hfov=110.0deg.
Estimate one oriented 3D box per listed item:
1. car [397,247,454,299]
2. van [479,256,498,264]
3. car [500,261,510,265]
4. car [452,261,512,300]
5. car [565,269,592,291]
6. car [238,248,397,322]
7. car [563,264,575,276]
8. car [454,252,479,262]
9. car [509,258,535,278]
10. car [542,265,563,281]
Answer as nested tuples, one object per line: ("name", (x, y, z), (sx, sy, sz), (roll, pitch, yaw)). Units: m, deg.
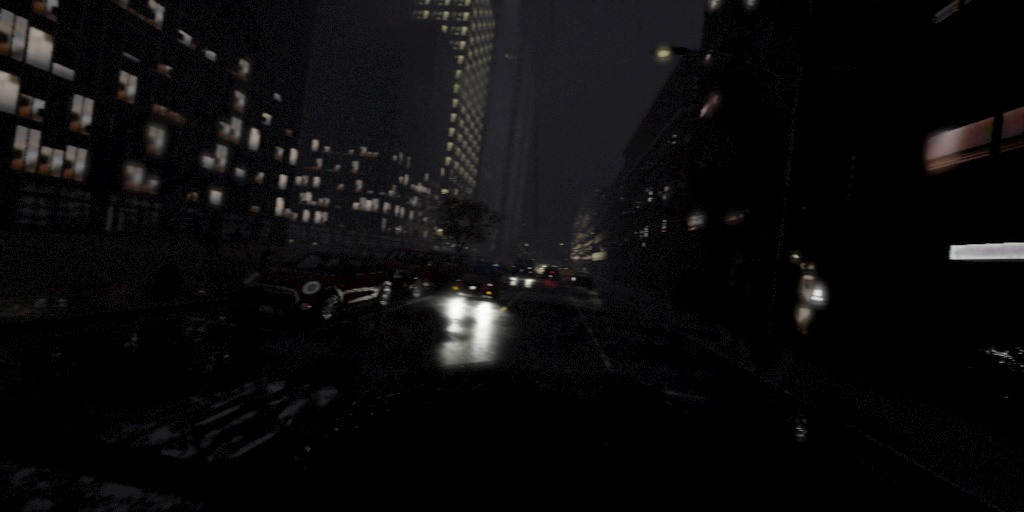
("car", (-4.322, 0.586, 15.109), (2.192, 1.841, 5.009), (0, 0, 7))
("van", (-2.395, 0.890, 31.937), (1.690, 1.789, 3.998), (0, 0, 7))
("car", (-1.111, 1.312, 43.156), (1.802, 1.307, 4.207), (0, 0, 7))
("car", (-1.419, 1.185, 17.146), (1.994, 1.385, 4.181), (7, 0, 7))
("car", (5.872, 2.092, 30.994), (2.007, 1.370, 4.403), (0, 0, 7))
("car", (-4.963, 0.616, 9.500), (1.967, 1.591, 4.097), (0, 0, 7))
("car", (9.096, 2.431, 55.632), (1.801, 1.575, 5.366), (7, 0, 7))
("car", (-3.680, 0.680, 20.719), (2.192, 1.841, 5.009), (0, 0, 7))
("car", (1.385, 1.244, 40.566), (2.150, 2.045, 5.566), (7, -1, 7))
("car", (4.340, 1.879, 39.789), (1.837, 1.490, 4.892), (7, 0, 7))
